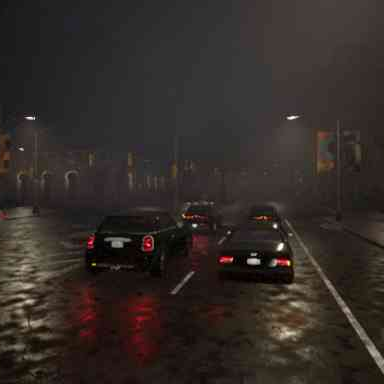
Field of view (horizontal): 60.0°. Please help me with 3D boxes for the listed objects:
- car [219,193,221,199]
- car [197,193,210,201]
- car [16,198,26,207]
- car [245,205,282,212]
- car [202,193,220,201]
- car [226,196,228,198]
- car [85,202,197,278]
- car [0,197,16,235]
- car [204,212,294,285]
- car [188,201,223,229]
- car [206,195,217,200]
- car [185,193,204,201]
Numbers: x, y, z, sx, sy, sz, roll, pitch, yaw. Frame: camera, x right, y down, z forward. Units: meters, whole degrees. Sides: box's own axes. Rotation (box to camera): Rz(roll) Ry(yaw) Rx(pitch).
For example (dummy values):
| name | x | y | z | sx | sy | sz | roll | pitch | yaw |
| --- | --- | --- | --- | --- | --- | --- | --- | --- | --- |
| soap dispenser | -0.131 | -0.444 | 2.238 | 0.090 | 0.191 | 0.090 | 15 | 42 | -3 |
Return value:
| name | x | y | z | sx | sy | sz | roll | pitch | yaw |
| --- | --- | --- | --- | --- | --- | --- | --- | --- | --- |
| car | 6.466 | 1.223 | 82.209 | 2.150 | 2.045 | 5.566 | 0 | 0 | 13 |
| car | 2.978 | 1.223 | 82.652 | 2.150 | 2.045 | 5.566 | 0 | 0 | 13 |
| car | -27.339 | 1.504 | 49.854 | 4.892 | 1.490 | 1.837 | 0 | 0 | 13 |
| car | 4.121 | 1.504 | 19.105 | 1.837 | 1.490 | 4.892 | 0 | 0 | 13 |
| car | 4.103 | 1.538 | 71.734 | 2.033 | 1.411 | 5.357 | 0 | 0 | 13 |
| car | 8.877 | 1.550 | 92.894 | 1.994 | 1.385 | 4.181 | 0 | 0 | 13 |
| car | -1.413 | 1.352 | 10.485 | 2.097 | 1.767 | 4.553 | 0 | 0 | 13 |
| car | -9.448 | 1.221 | 12.063 | 2.150 | 2.045 | 5.566 | 0 | 0 | 13 |
| car | 1.911 | 1.547 | 9.618 | 2.033 | 1.411 | 5.357 | 0 | 0 | 13 |
| car | 0.671 | 1.504 | 19.732 | 1.837 | 1.490 | 4.892 | 0 | 0 | 13 |
| car | 5.539 | 1.537 | 94.006 | 2.033 | 1.411 | 5.357 | 0 | 0 | 13 |
| car | 0.678 | 1.223 | 72.458 | 2.150 | 2.045 | 5.566 | 0 | 0 | 13 |
